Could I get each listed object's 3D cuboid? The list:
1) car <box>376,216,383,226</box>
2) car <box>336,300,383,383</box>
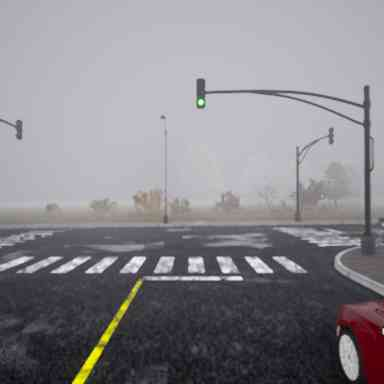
[{"bbox_3d":[14.736,1.640,21.066,5.357,1.411,2.033,-1,-1,0],"label":"car"},{"bbox_3d":[2.699,1.580,2.537,1.887,1.381,4.507,0,-1,0],"label":"car"}]
